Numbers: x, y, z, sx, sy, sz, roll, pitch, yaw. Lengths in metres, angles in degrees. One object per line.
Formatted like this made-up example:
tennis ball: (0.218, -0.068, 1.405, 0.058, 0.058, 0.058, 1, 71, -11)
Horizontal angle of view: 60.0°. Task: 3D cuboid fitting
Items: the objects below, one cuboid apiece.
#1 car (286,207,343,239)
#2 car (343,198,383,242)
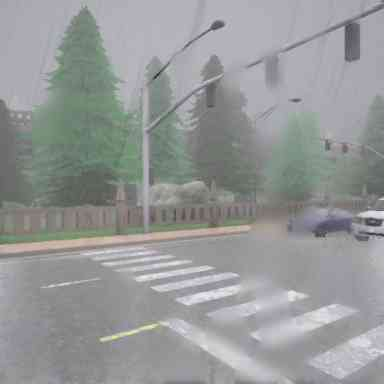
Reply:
car: (6.982, 1.525, 17.620, 4.674, 1.442, 1.812, 0, 0, -36)
car: (9.564, 1.226, 15.158, 5.566, 2.045, 2.150, 0, 0, -36)
